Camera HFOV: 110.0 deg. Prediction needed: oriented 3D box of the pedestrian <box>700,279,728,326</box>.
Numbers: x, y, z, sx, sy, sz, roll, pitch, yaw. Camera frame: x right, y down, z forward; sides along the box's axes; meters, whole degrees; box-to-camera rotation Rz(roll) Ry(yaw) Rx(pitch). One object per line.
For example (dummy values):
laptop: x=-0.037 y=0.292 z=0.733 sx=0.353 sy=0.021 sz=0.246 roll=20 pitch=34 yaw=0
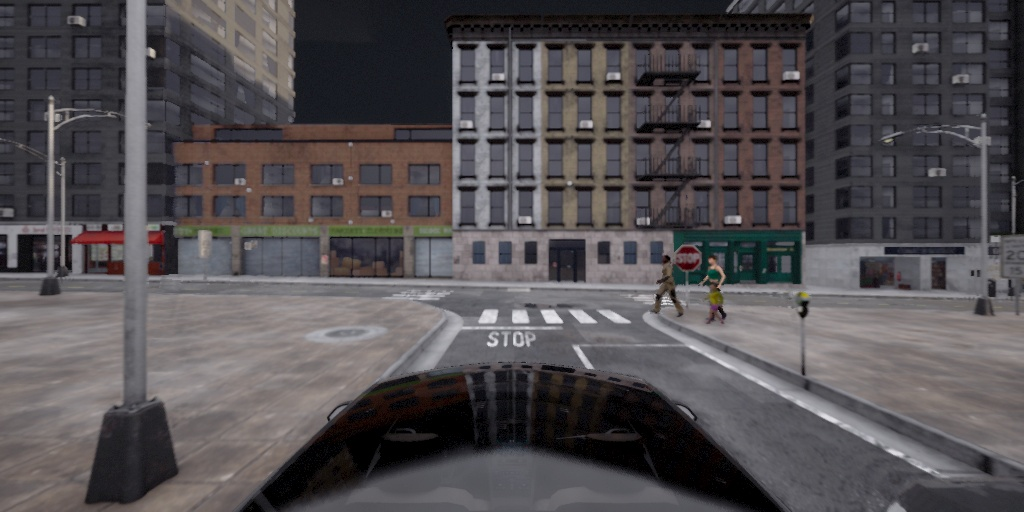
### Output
pedestrian: x=5.275 y=1.231 z=9.288 sx=0.500 sy=1.100 sz=0.500 roll=0 pitch=0 yaw=0

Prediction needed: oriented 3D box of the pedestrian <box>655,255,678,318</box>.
pedestrian: x=4.515 y=0.845 z=10.489 sx=0.375 sy=1.860 sz=0.375 roll=0 pitch=0 yaw=0

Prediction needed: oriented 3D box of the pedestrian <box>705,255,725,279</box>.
pedestrian: x=5.578 y=0.849 z=9.889 sx=0.375 sy=1.860 sz=0.375 roll=0 pitch=0 yaw=0
